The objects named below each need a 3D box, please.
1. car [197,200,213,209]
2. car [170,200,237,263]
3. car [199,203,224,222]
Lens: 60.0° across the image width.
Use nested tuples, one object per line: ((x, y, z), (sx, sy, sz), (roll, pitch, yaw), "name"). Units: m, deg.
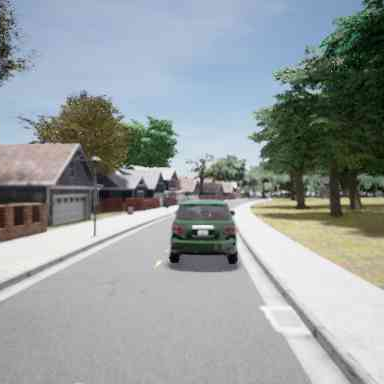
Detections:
((2.127, 1.873, 52.069), (1.895, 1.301, 4.718), (0, 0, 11), "car")
((0.470, 1.296, 12.491), (2.150, 2.045, 5.566), (0, 0, 3), "car")
((1.757, 1.725, 28.824), (1.994, 1.385, 4.181), (0, 0, 6), "car")
